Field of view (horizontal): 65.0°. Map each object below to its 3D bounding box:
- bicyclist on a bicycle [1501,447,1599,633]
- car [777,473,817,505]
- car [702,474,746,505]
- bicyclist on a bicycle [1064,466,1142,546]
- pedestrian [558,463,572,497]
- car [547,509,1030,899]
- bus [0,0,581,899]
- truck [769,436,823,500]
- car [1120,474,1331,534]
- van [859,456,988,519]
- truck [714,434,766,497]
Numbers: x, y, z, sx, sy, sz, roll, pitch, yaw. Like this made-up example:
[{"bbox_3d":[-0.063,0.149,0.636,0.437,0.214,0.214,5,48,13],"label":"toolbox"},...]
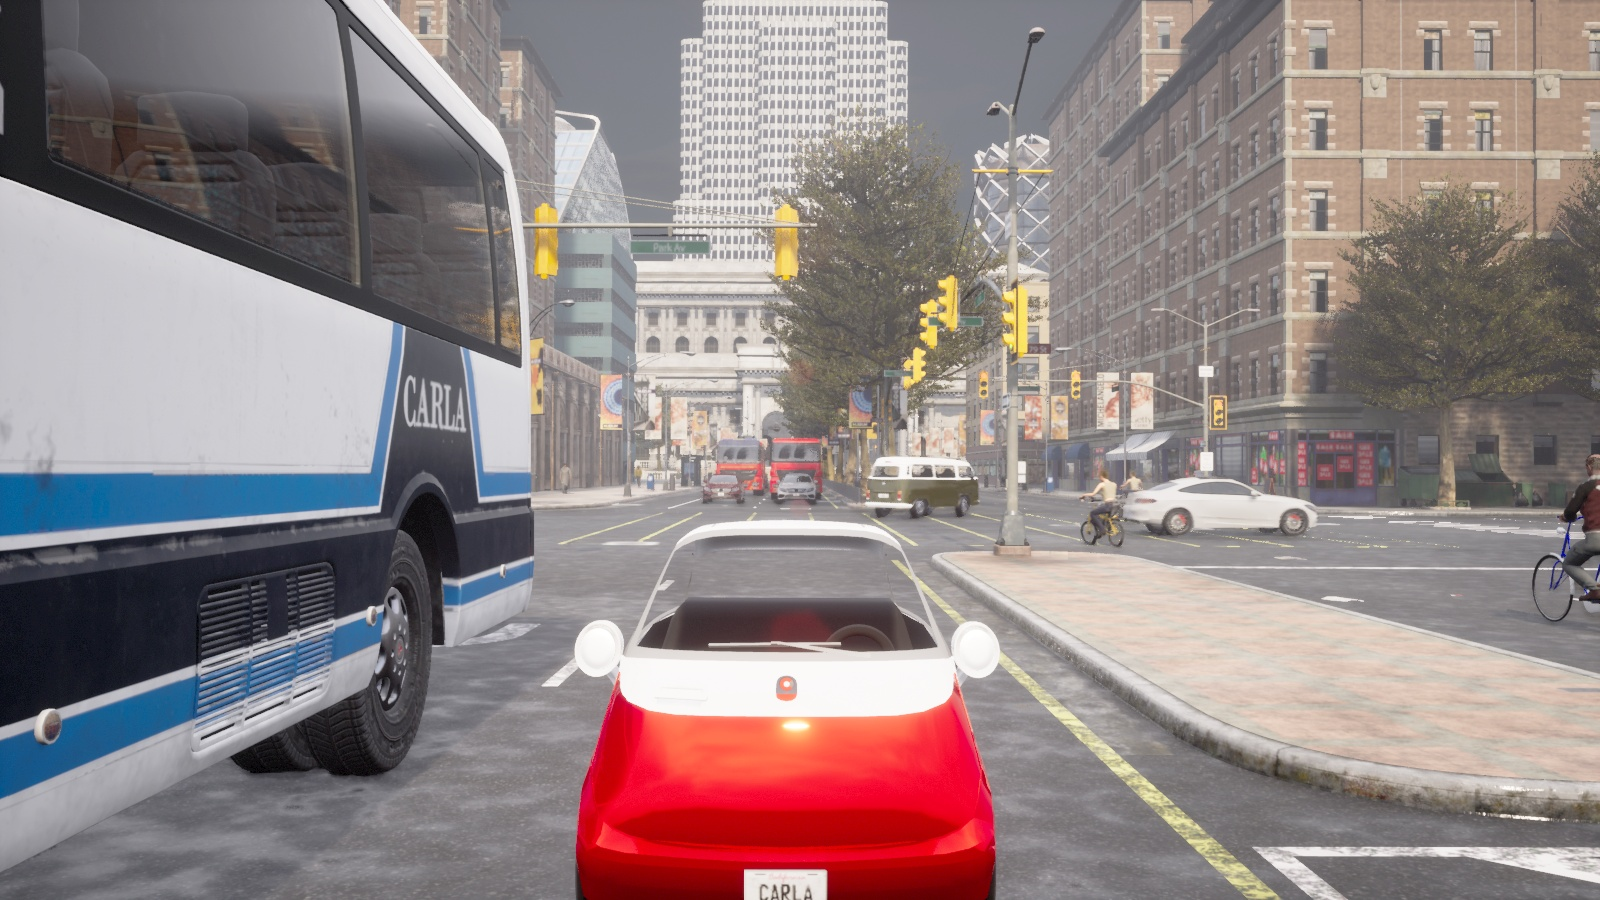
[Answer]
[{"bbox_3d":[7.942,0.866,12.700,0.659,1.776,1.843,0,-1,0],"label":"bicyclist on a bicycle"},{"bbox_3d":[-0.118,1.859,60.803,1.812,1.442,4.674,0,-1,1],"label":"car"},{"bbox_3d":[-3.653,1.877,61.008,1.812,1.442,4.674,0,-1,1],"label":"car"},{"bbox_3d":[6.353,1.169,26.421,0.866,1.612,1.509,0,-2,-21],"label":"bicyclist on a bicycle"},{"bbox_3d":[-13.749,1.757,73.453,0.659,1.952,0.873,0,-1,0],"label":"pedestrian"},{"bbox_3d":[-0.039,0.953,4.966,1.481,1.376,2.207,0,-1,0],"label":"car"},{"bbox_3d":[-3.542,-0.482,3.917,3.944,4.253,10.273,0,-1,0],"label":"bus"},{"bbox_3d":[-0.204,1.038,71.873,2.891,3.462,7.936,0,-1,0],"label":"truck"},{"bbox_3d":[10.581,1.325,31.452,4.674,1.442,1.812,0,-1,0],"label":"car"},{"bbox_3d":[4.279,1.239,42.889,2.069,2.038,4.480,0,-1,43],"label":"van"},{"bbox_3d":[-3.725,1.005,80.013,2.891,3.827,8.468,0,-1,0],"label":"truck"}]
